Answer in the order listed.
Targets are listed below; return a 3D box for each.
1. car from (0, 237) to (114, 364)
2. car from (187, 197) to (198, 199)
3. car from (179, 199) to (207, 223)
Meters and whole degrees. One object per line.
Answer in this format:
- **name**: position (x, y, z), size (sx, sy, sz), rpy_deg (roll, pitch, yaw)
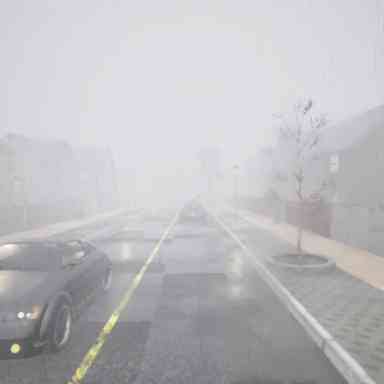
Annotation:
- **car**: position (-2.789, 1.543, 5.938), size (1.994, 1.385, 4.181), rpy_deg (0, 0, 1)
- **car**: position (0.082, 1.441, 42.424), size (1.837, 1.490, 4.892), rpy_deg (0, 0, 0)
- **car**: position (0.083, 1.498, 24.737), size (1.994, 1.385, 4.181), rpy_deg (0, 0, 0)
